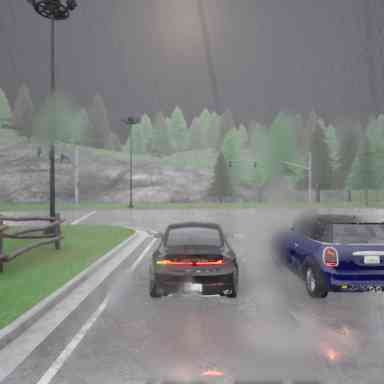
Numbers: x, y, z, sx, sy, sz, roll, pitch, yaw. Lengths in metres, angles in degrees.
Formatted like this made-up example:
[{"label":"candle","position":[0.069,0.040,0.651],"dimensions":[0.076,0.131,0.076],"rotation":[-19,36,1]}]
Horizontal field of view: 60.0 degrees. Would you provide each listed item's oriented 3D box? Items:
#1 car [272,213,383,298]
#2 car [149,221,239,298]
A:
[{"label":"car","position":[3.552,1.352,8.667],"dimensions":[2.097,1.767,4.553],"rotation":[0,0,0]},{"label":"car","position":[0.051,1.505,8.502],"dimensions":[1.837,1.490,4.892],"rotation":[0,0,0]}]
